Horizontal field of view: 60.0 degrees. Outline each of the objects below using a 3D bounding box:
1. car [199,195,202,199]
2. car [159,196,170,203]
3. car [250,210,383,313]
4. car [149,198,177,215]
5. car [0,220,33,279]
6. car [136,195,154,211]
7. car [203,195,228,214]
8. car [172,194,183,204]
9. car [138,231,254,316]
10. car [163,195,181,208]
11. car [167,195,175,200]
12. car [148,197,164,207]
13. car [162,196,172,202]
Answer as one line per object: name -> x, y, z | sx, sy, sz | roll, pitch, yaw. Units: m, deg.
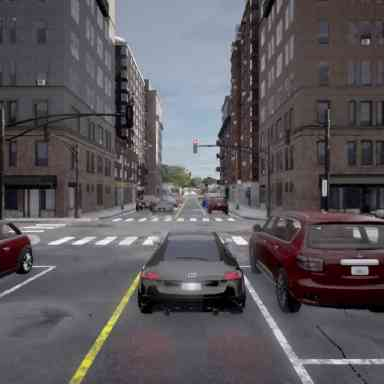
car -> 2.599, 1.312, 51.163 | 2.192, 1.841, 5.009 | 0, 0, 0
car -> -5.525, 1.540, 67.659 | 1.887, 1.381, 4.507 | 0, 0, 0
car -> 2.625, 1.315, 7.595 | 2.192, 1.841, 5.009 | 0, 0, 0
car -> -2.906, 1.563, 34.038 | 1.994, 1.385, 4.181 | 0, 0, 0
car -> -5.400, 1.440, 7.581 | 1.967, 1.590, 4.097 | 0, 0, 0
car -> -5.488, 1.313, 40.140 | 2.192, 1.841, 5.009 | 0, 0, 0
car -> 2.641, 1.313, 34.652 | 2.192, 1.841, 5.009 | 0, 0, 0
car -> -2.910, 1.347, 64.117 | 2.097, 1.767, 4.553 | 0, 0, 0
car -> 0.012, 1.564, 7.617 | 1.994, 1.385, 4.181 | 0, 0, 1
car -> -2.921, 1.523, 46.209 | 1.812, 1.442, 4.674 | 0, 0, 0
car -> -5.555, 1.575, 89.674 | 1.802, 1.307, 4.206 | 0, 0, 0
car -> -5.503, 1.548, 51.147 | 2.008, 1.369, 4.403 | 0, 0, 0
car -> -5.533, 1.539, 73.162 | 1.887, 1.381, 4.507 | 0, 0, 0
